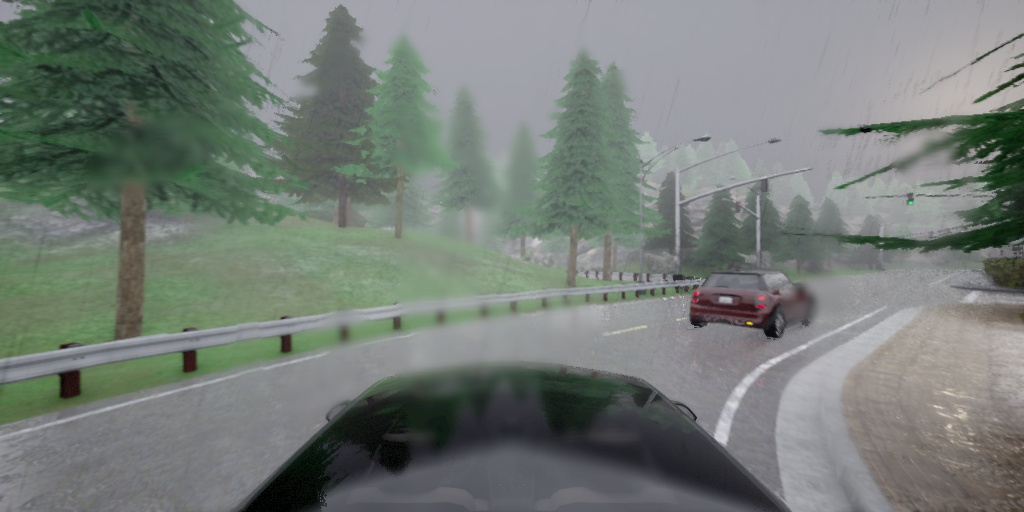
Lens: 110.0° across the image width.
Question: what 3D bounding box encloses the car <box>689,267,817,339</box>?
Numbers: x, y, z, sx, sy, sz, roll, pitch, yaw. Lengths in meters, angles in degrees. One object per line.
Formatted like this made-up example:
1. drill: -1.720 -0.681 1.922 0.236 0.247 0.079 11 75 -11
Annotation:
1. car: 7.188 1.167 10.580 4.553 1.767 2.097 0 0 -38
